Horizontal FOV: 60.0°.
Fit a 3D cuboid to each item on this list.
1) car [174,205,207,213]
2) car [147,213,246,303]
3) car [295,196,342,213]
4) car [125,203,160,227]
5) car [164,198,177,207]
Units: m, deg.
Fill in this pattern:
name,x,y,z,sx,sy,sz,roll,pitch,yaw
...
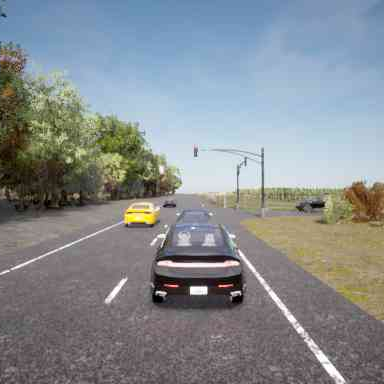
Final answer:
name,x,y,z,sx,sy,sz,roll,pitch,yaw
car,0.137,1.568,17.101,1.994,1.385,4.181,0,0,0
car,0.118,1.494,8.184,2.128,1.511,4.902,0,0,0
car,15.154,1.445,39.364,5.566,2.045,2.150,1,-1,2
car,-3.351,1.483,23.107,1.882,1.535,5.008,0,0,0
car,-3.287,1.553,50.995,2.033,1.411,5.357,0,0,0
